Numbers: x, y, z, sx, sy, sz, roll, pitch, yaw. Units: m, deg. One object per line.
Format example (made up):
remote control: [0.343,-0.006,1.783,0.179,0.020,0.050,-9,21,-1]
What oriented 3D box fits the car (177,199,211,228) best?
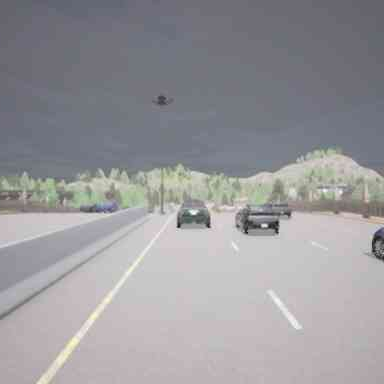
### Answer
car: [0.102,1.301,22.111,2.097,1.767,4.553,0,0,0]

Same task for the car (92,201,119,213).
car: [-10.547,1.896,41.835,1.882,1.535,5.008,0,-4,1]

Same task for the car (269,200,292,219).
car: [7.104,1.441,28.579,2.128,1.511,4.902,0,0,0]

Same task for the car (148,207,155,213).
car: [-6.991,3.135,54.749,2.033,1.411,5.357,0,-7,0]

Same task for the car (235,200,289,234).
car: [3.602,1.448,18.916,2.128,1.511,4.902,0,0,0]

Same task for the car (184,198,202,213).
car: [0.105,1.720,41.041,2.097,1.767,4.553,0,-3,0]

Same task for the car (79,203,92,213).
car: [-14.031,2.199,46.043,1.882,1.535,5.008,0,-5,0]

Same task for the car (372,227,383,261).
car: [7.102,1.331,9.346,2.097,1.767,4.553,0,0,0]
